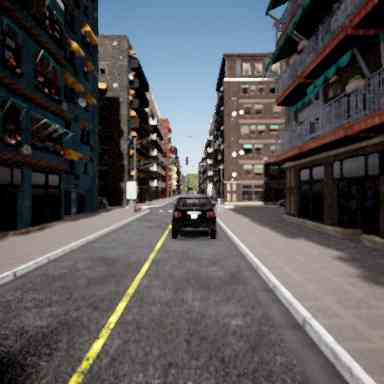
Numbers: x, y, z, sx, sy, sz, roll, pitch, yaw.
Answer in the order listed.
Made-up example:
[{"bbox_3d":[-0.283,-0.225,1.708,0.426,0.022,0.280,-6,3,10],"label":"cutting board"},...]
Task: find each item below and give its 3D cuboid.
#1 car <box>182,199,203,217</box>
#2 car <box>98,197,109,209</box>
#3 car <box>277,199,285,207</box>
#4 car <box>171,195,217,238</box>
[{"bbox_3d":[0.012,1.425,30.914,1.837,1.490,4.892,0,0,0],"label":"car"},{"bbox_3d":[-13.519,1.455,44.985,4.097,1.590,1.967,-1,1,0],"label":"car"},{"bbox_3d":[13.586,1.198,44.883,4.097,1.590,1.967,-1,1,0],"label":"car"},{"bbox_3d":[0.102,1.173,17.447,2.150,2.045,5.566,0,0,0],"label":"car"}]
